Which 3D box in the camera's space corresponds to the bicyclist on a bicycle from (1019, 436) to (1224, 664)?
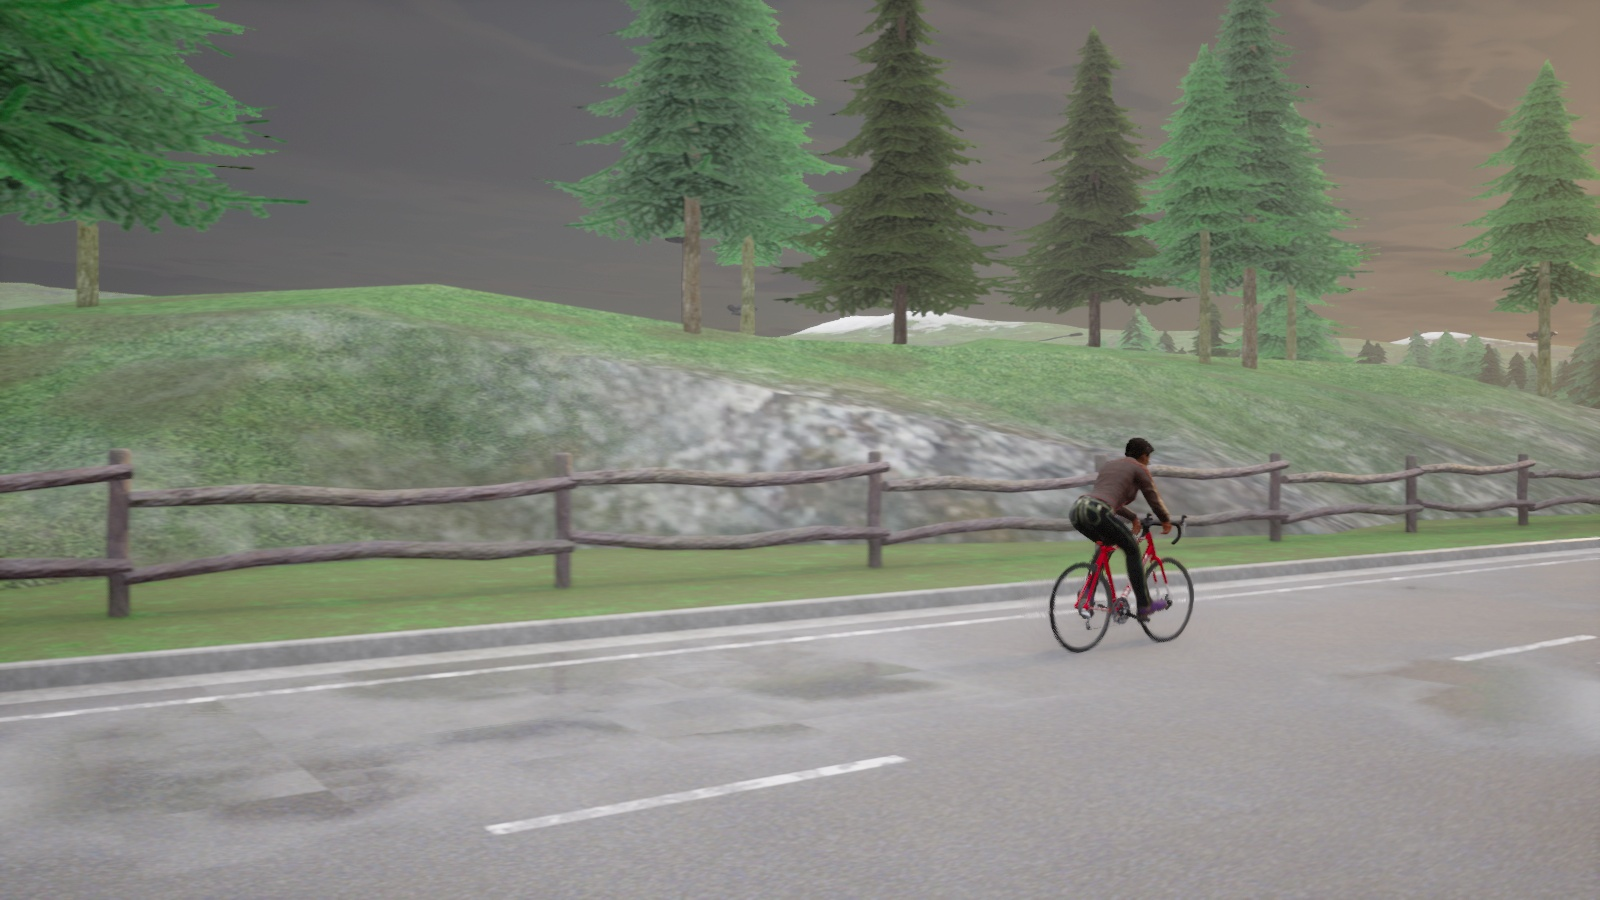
[{"bbox_3d":[2.491,0.716,9.657,1.656,1.620,0.582,0,0,-35],"label":"bicyclist on a bicycle"}]
